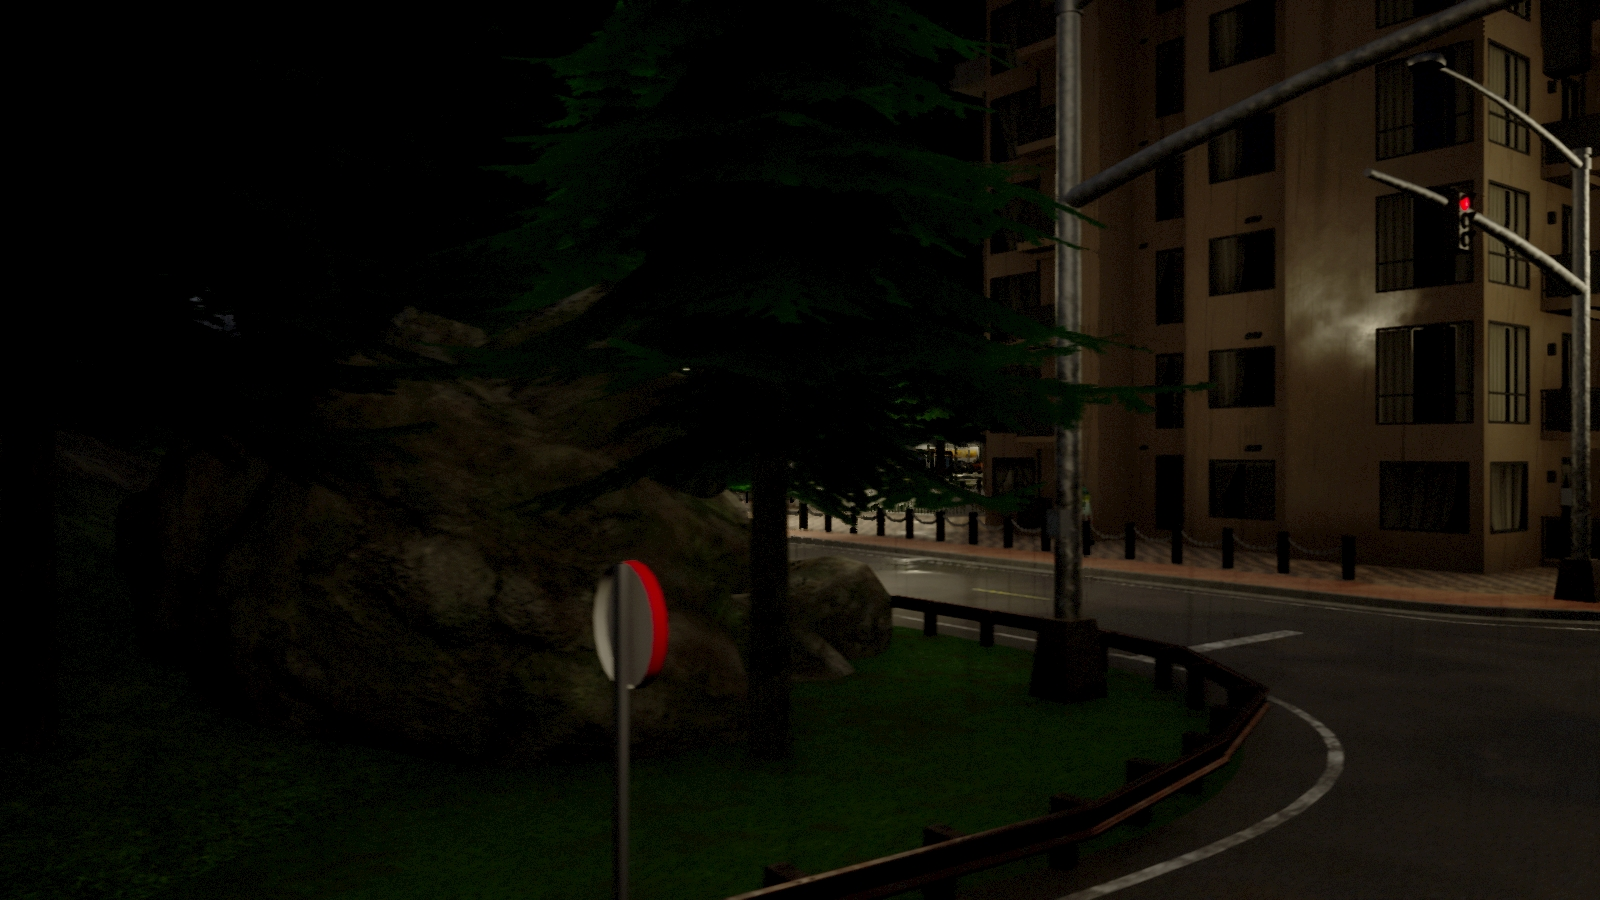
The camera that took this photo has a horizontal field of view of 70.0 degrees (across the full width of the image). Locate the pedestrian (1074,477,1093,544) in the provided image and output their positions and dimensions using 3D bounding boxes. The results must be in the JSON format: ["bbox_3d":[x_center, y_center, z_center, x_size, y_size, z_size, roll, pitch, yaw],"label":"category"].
[{"bbox_3d":[7.997,1.696,32.226,0.375,1.860,0.375,0,0,-36],"label":"pedestrian"}]
